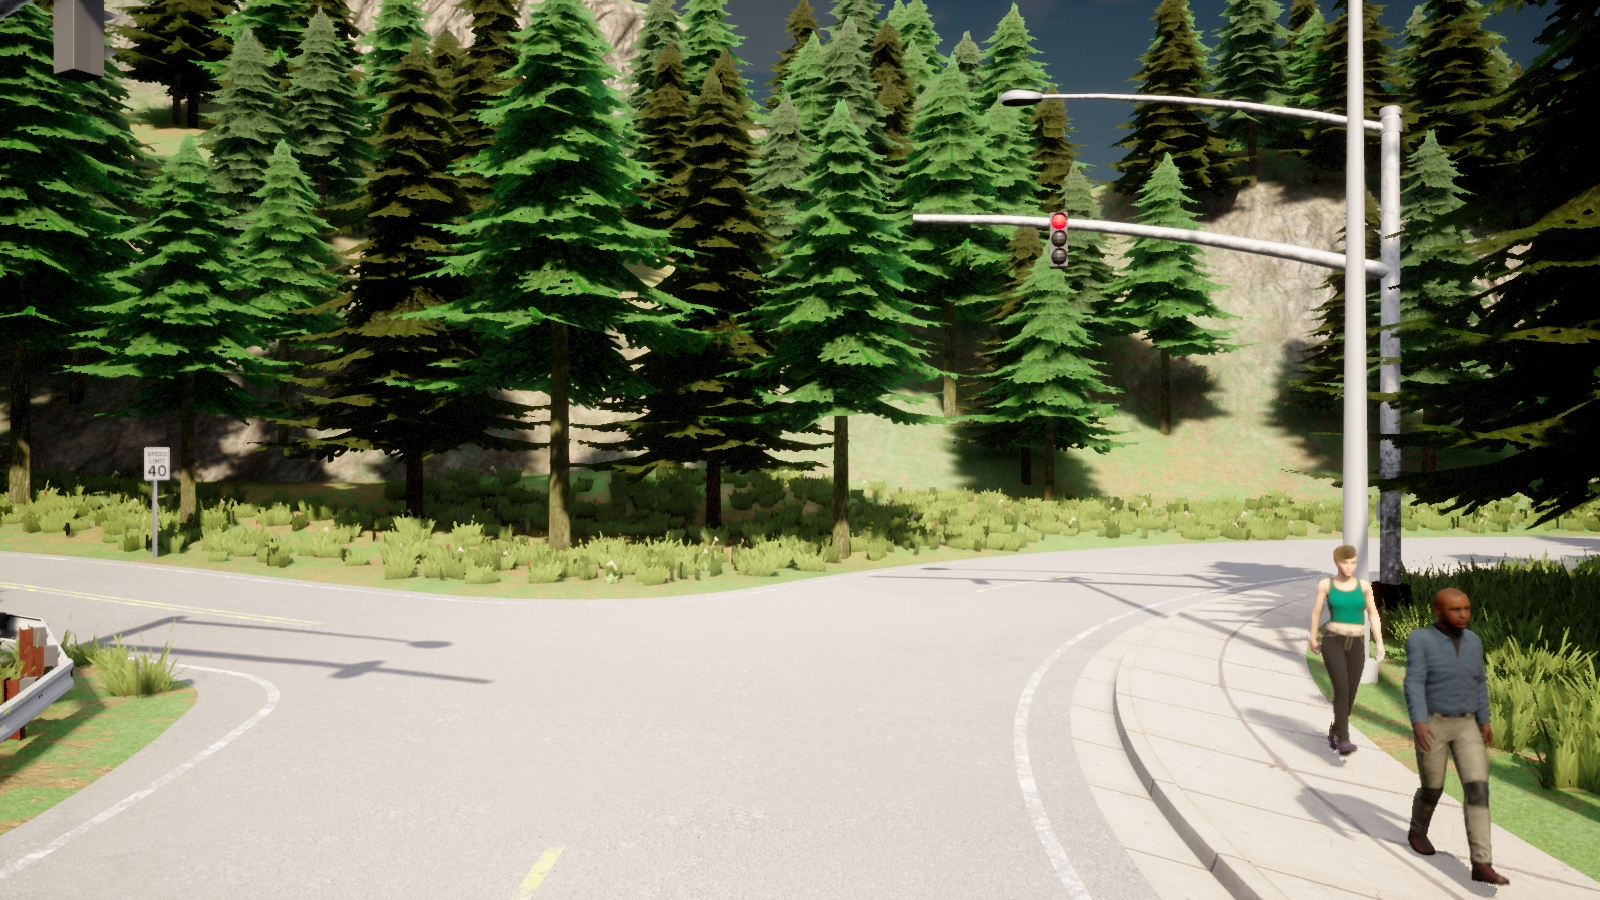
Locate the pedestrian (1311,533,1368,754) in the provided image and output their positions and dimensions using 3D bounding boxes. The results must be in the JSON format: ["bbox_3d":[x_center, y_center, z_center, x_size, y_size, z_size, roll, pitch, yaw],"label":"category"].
[{"bbox_3d":[4.709,1.669,9.983,0.375,1.860,0.375,0,0,13],"label":"pedestrian"}]

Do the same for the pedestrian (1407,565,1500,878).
[{"bbox_3d":[4.069,1.669,7.129,0.375,1.860,0.375,0,0,4],"label":"pedestrian"}]
